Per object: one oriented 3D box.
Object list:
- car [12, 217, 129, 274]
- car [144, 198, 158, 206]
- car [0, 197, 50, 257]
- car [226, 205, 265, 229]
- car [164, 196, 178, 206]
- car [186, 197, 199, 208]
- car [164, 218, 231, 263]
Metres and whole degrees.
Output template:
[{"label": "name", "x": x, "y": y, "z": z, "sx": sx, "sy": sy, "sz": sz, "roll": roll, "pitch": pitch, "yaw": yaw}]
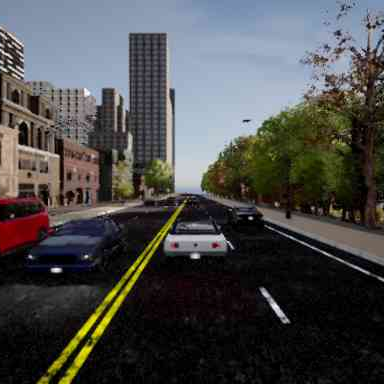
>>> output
[{"label": "car", "x": -3.348, "y": 1.544, "z": 10.869, "sx": 2.033, "sy": 1.411, "sz": 5.357, "roll": 0, "pitch": 0, "yaw": 0}, {"label": "car", "x": -6.545, "y": 1.578, "z": 53.306, "sx": 1.895, "sy": 1.301, "sz": 4.718, "roll": 0, "pitch": 0, "yaw": 1}, {"label": "car", "x": -6.599, "y": 1.218, "z": 10.844, "sx": 2.150, "sy": 2.045, "sz": 5.566, "roll": 0, "pitch": 0, "yaw": 0}, {"label": "car", "x": 3.353, "y": 1.540, "z": 21.520, "sx": 2.033, "sy": 1.411, "sz": 5.357, "roll": 0, "pitch": 0, "yaw": 0}, {"label": "car", "x": -3.296, "y": 1.482, "z": 53.574, "sx": 1.837, "sy": 1.490, "sz": 4.892, "roll": 0, "pitch": 0, "yaw": 1}, {"label": "car", "x": 0.105, "y": 1.484, "z": 48.823, "sx": 1.837, "sy": 1.490, "sz": 4.892, "roll": 0, "pitch": 0, "yaw": 0}, {"label": "car", "x": 0.102, "y": 1.597, "z": 11.979, "sx": 1.895, "sy": 1.301, "sz": 4.718, "roll": 0, "pitch": 0, "yaw": 0}]
